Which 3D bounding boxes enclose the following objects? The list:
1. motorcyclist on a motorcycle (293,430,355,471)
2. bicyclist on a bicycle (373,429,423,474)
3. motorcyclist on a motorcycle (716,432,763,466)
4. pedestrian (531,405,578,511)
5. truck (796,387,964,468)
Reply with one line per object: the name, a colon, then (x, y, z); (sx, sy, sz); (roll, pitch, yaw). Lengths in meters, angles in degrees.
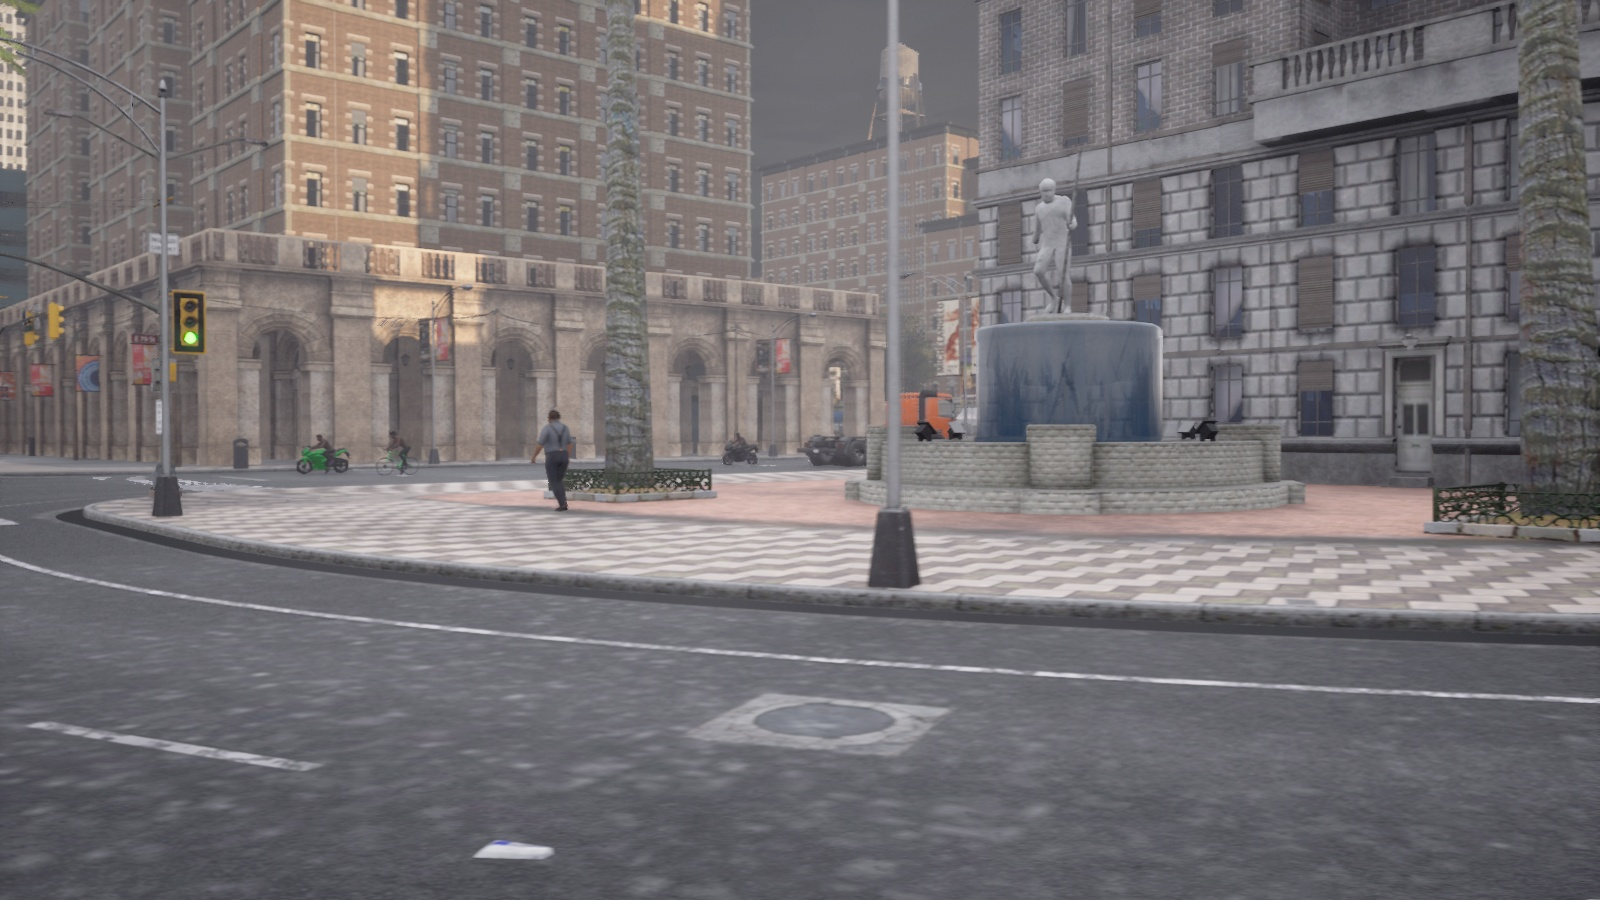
motorcyclist on a motorcycle: (-18.108, 0.018, 47.762); (2.044, 1.523, 0.797); (-1, 1, -41)
bicyclist on a bicycle: (-14.754, 0.027, 46.144); (1.656, 1.620, 0.582); (-1, 1, -41)
motorcyclist on a motorcycle: (-2.732, -0.052, 56.626); (2.044, 1.523, 0.797); (-1, 1, -41)
pedestrian: (-4.378, 0.130, 22.368); (0.540, 1.848, 0.694); (-1, 1, -42)
truck: (3.784, -1.005, 57.642); (7.936, 3.462, 2.891); (-1, 1, -41)
